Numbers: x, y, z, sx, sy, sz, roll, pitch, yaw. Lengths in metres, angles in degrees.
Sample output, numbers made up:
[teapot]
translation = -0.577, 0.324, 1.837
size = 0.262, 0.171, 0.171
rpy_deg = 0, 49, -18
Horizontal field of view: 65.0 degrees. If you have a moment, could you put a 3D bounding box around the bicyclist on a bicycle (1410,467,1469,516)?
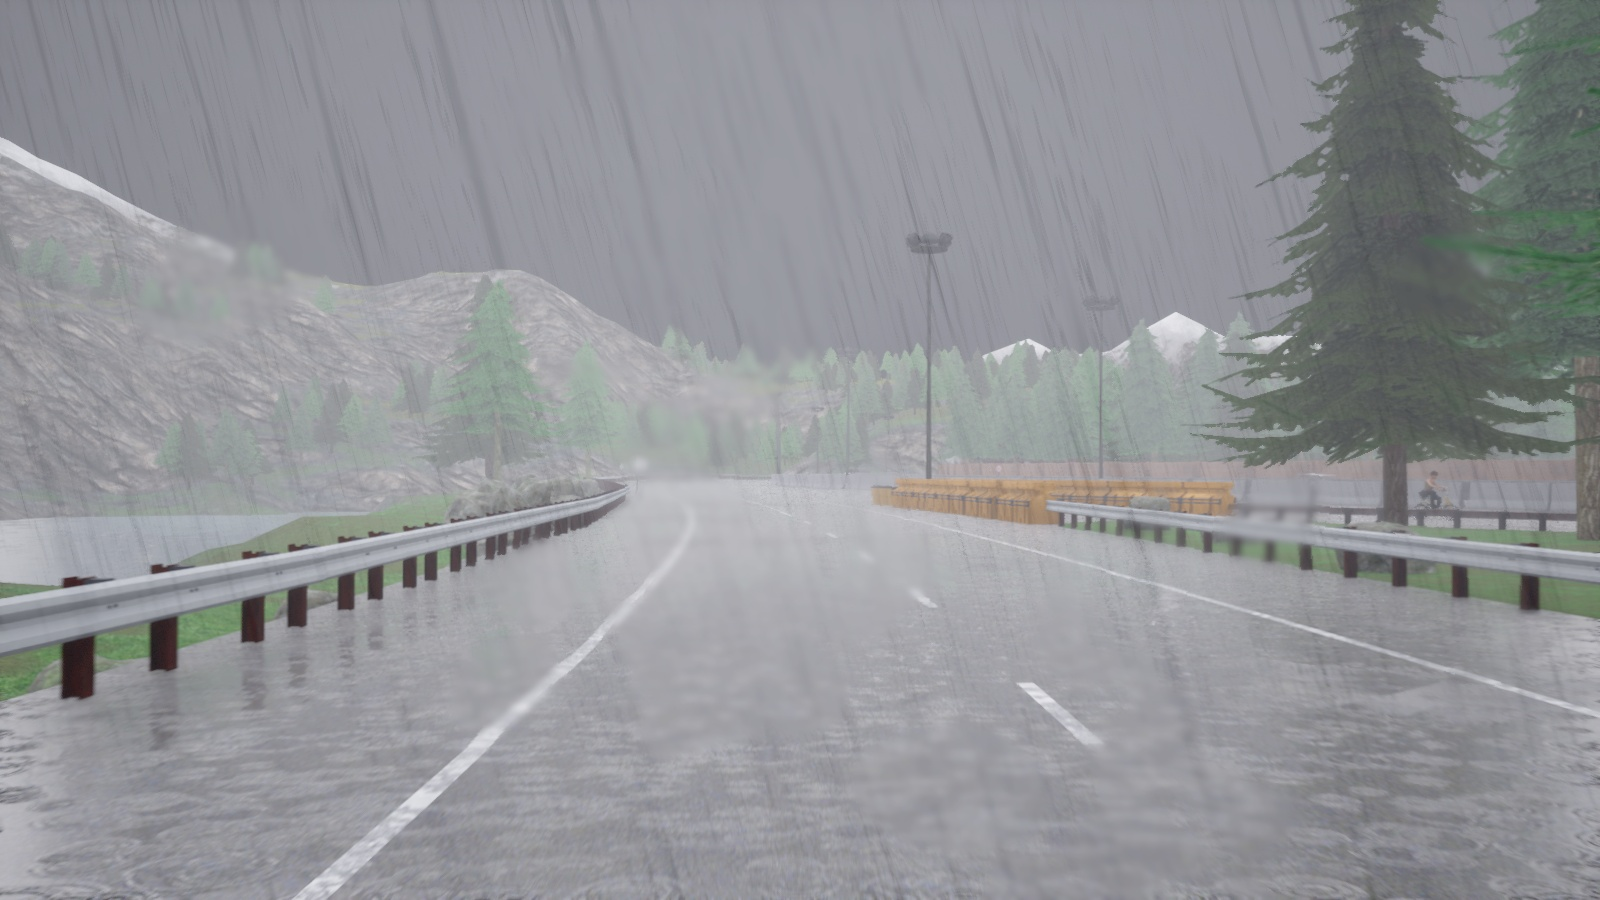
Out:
[bicyclist on a bicycle]
translation = 21.121, 1.360, 41.514
size = 0.866, 1.612, 1.509
rpy_deg = 1, -1, -40

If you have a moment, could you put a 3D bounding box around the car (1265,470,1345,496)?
[car]
translation = 29.050, 1.871, 72.282
size = 1.970, 1.475, 3.806
rpy_deg = 0, -1, -32
